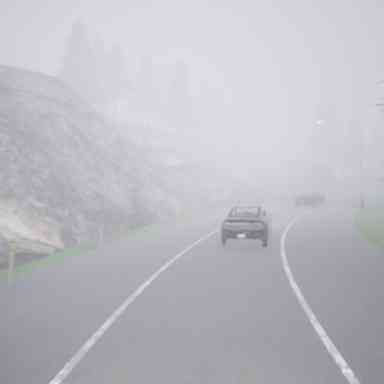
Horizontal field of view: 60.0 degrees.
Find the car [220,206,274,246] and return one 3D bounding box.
[{"bbox_3d":[2.493,1.353,14.594,2.128,1.511,4.902,-1,1,16],"label":"car"}]

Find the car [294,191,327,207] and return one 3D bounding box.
[{"bbox_3d":[11.617,0.603,32.520,1.882,1.535,5.008,-2,2,37],"label":"car"}]
